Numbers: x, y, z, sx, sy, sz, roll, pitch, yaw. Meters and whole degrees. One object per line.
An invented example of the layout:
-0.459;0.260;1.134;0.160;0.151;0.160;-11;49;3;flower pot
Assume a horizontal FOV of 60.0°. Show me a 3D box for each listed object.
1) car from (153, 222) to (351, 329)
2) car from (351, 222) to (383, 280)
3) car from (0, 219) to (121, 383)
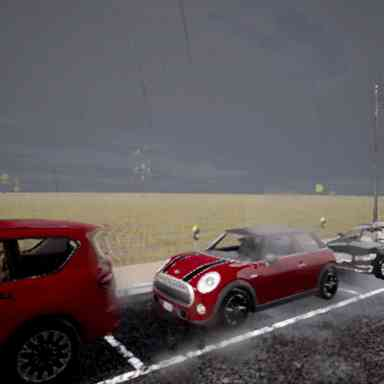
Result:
1.213;1.479;6.953;4.097;1.590;1.967;1;0;-36;car
5.718;1.633;10.169;4.403;1.369;2.008;1;0;-35;car
-3.292;1.310;3.737;5.009;1.841;2.192;1;0;-36;car
